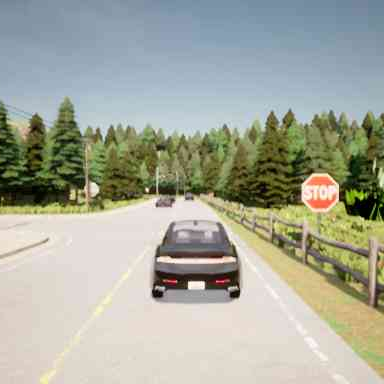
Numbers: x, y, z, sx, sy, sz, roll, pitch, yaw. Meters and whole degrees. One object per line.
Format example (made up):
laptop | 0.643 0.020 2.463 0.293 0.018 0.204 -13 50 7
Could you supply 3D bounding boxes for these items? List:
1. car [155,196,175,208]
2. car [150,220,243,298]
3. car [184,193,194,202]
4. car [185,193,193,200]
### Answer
car | -3.545 1.330 42.678 1.994 1.385 4.181 0 0 0
car | 0.096 1.445 8.356 2.128 1.511 4.902 0 0 0
car | -0.493 1.168 66.961 1.812 1.442 4.674 0 0 -1
car | -0.754 0.953 77.259 1.837 1.490 4.892 0 0 -1
